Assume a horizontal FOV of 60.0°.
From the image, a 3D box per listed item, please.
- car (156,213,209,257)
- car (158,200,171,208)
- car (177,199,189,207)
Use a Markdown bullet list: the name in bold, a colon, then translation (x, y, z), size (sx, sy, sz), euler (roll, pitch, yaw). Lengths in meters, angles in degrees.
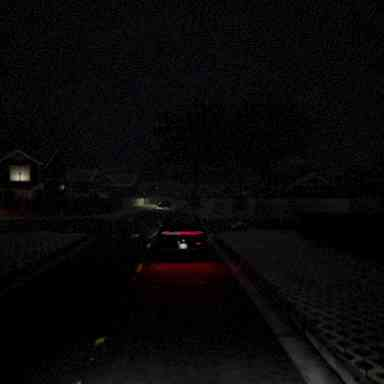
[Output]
- **car**: translation (-0.443, 1.614, 13.539), size (2.128, 1.511, 4.902), euler (0, 0, -4)
- **car**: translation (-4.982, 2.193, 61.057), size (2.033, 1.411, 5.357), euler (0, -1, 5)
- **car**: translation (-1.848, 2.222, 64.822), size (1.812, 1.442, 4.674), euler (0, 0, 6)
